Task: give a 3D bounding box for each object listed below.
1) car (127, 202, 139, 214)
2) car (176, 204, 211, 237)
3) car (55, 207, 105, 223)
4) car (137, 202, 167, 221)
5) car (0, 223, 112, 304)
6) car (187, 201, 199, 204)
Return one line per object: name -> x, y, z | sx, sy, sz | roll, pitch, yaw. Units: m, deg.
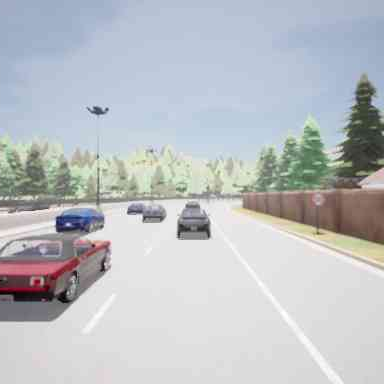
car -> -6.902, 1.990, 42.197 | 1.994, 1.385, 4.181 | 0, 0, 0
car -> 0.097, 1.689, 19.480 | 2.128, 1.511, 4.902 | 0, -1, 0
car -> -6.901, 1.691, 21.024 | 1.882, 1.535, 5.008 | 0, 0, 0
car -> -3.402, 1.857, 30.590 | 2.033, 1.411, 5.357 | 0, -1, 0
car -> -3.401, 1.686, 8.303 | 1.895, 1.301, 4.718 | 0, -1, 0
car -> 0.097, 1.899, 41.742 | 1.882, 1.535, 5.008 | 0, 0, 0
